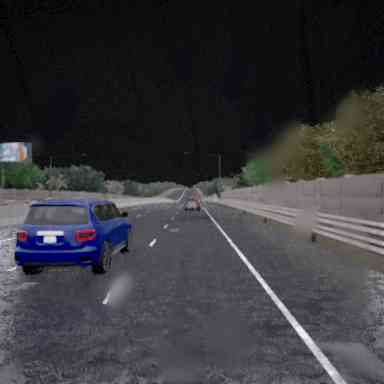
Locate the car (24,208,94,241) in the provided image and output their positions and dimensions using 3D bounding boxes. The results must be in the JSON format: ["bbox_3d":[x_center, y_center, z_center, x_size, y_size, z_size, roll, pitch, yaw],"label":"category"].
[{"bbox_3d":[-6.894,1.630,17.910,1.895,1.301,4.718,0,0,0],"label":"car"}]

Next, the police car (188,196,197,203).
[{"bbox_3d":[0.029,1.691,78.866,2.038,1.542,4.974,0,-1,0],"label":"police car"}]

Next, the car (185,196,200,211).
[{"bbox_3d":[0.054,1.673,43.070,2.033,1.649,4.856,0,-1,1],"label":"car"}]

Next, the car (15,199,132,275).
[{"bbox_3d":[-3.396,1.226,10.642,2.150,2.045,5.566,0,0,0],"label":"car"}]
